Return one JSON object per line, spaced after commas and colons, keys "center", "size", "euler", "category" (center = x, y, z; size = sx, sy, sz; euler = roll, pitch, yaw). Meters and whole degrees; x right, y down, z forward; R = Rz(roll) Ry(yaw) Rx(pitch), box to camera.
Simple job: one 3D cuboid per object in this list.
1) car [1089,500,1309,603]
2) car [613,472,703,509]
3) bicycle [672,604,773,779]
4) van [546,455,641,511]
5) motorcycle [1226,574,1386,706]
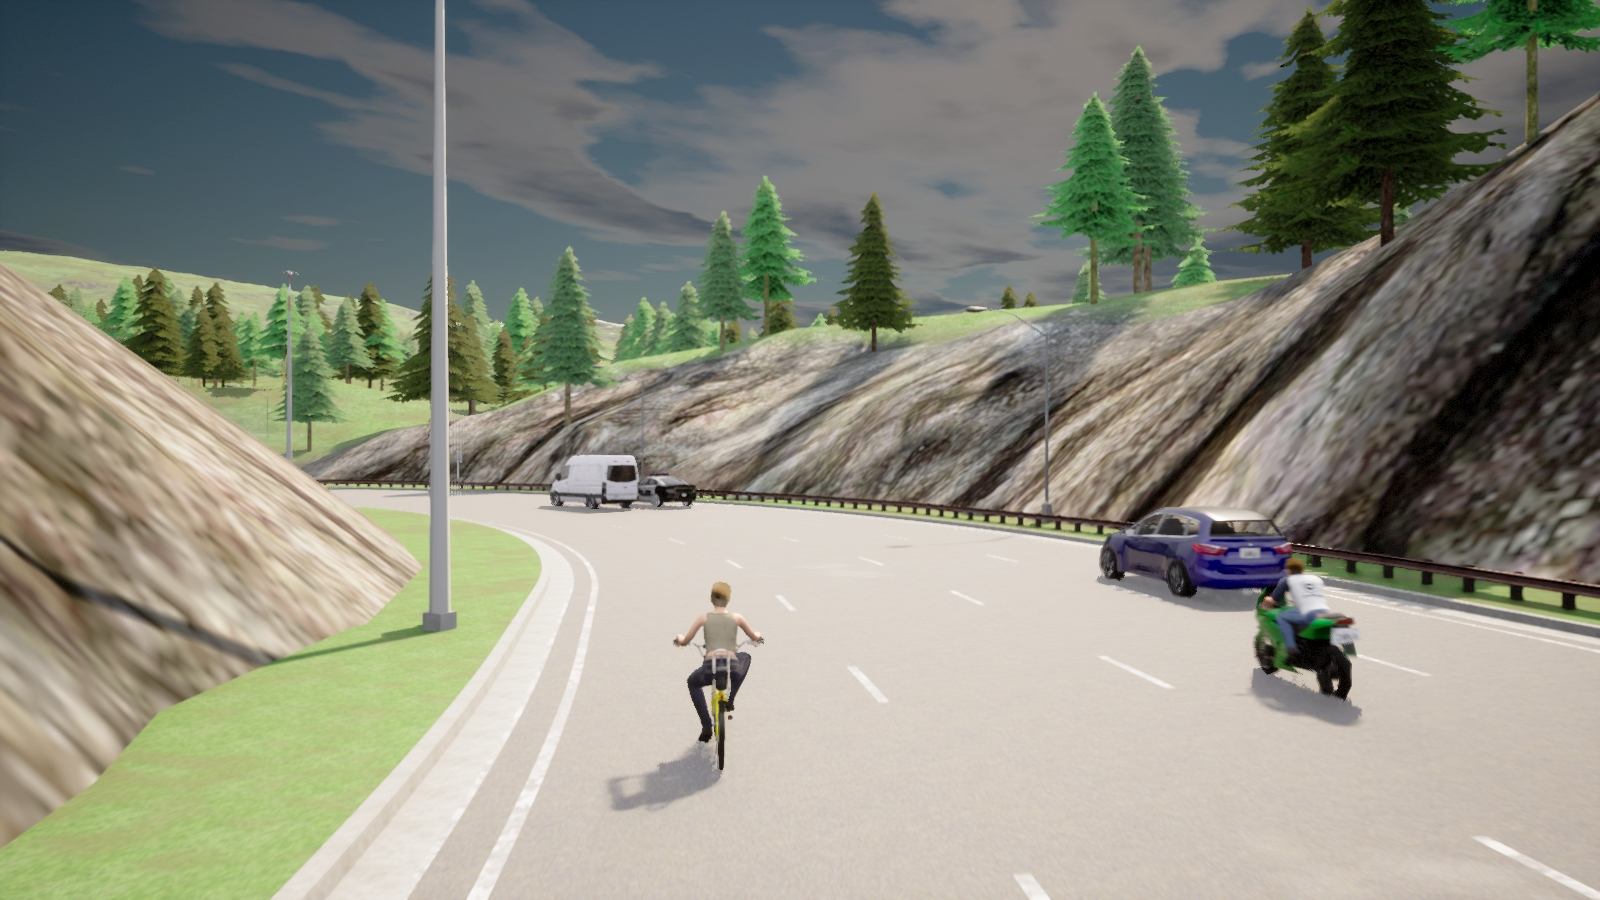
{"center": [7.955, 1.967, 23.328], "size": [2.242, 1.667, 4.611], "euler": [0, 0, -10], "category": "car"}
{"center": [-7.172, 1.982, 57.247], "size": [2.097, 1.638, 5.238], "euler": [0, 0, -38], "category": "car"}
{"center": [-0.734, 2.158, 10.483], "size": [0.859, 1.276, 1.487], "euler": [0, 0, -6], "category": "bicycle"}
{"center": [-10.136, 1.534, 55.735], "size": [1.988, 2.561, 5.915], "euler": [1, 0, -38], "category": "van"}
{"center": [5.899, 2.186, 13.478], "size": [0.803, 1.199, 2.033], "euler": [0, 0, -6], "category": "motorcycle"}
